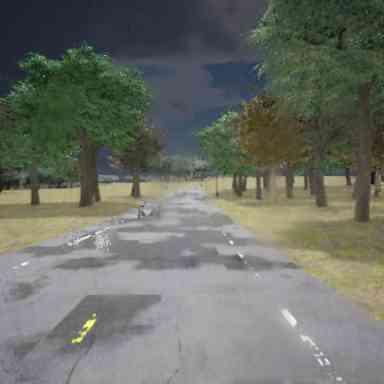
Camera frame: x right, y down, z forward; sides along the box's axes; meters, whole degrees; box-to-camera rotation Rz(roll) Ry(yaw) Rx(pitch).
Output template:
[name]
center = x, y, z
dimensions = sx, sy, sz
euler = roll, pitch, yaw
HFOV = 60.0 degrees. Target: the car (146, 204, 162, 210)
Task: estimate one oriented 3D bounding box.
[car]
center = -3.498, 1.388, 28.686
dimensions = 2.128, 1.511, 4.902
euler = 0, 1, 0
